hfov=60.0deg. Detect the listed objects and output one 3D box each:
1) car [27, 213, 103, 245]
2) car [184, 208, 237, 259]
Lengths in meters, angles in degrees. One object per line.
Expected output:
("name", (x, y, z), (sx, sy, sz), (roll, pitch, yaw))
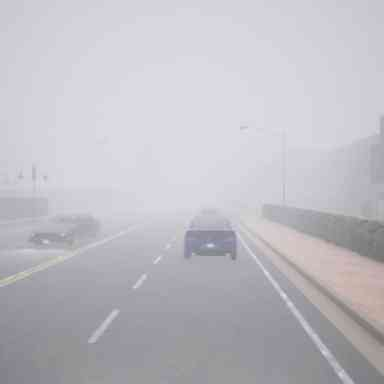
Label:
("car", (-6.203, 1.807, 17.076), (2.033, 1.411, 5.357), (0, -1, 3))
("car", (0.740, 1.657, 13.493), (1.882, 1.535, 5.008), (0, -1, 3))
